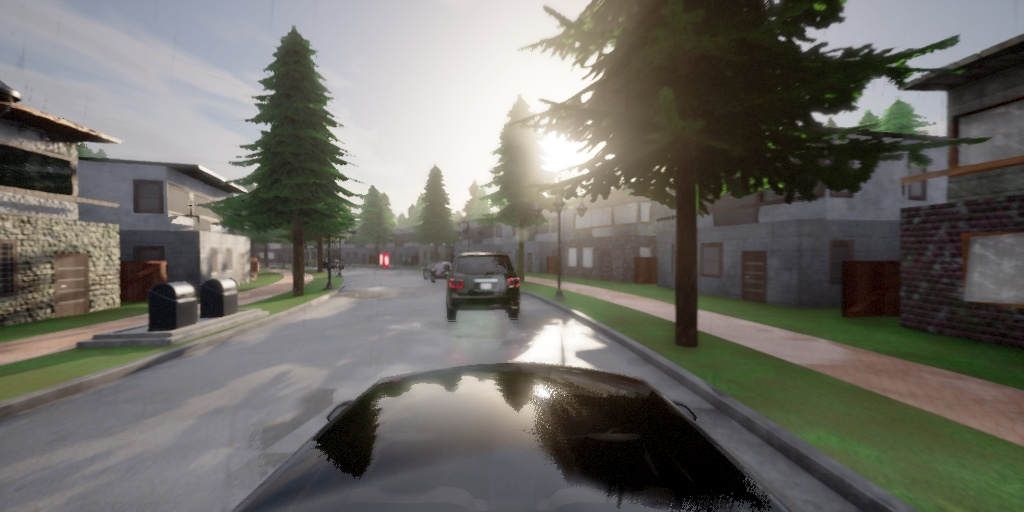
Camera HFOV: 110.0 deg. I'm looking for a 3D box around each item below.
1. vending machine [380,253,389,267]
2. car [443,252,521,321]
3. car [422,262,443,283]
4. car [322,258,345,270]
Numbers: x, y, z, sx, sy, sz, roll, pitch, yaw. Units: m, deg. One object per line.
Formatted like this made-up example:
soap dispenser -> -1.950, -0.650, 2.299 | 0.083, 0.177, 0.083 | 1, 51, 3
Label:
vending machine -> -18.049, 0.588, 50.841 | 0.880, 2.100, 1.100 | 0, 0, 42
car -> -1.129, 0.883, 12.282 | 2.150, 2.045, 5.566 | 0, 0, -10
car -> -5.183, 1.107, 25.806 | 2.033, 1.411, 5.357 | 0, 1, -23
car -> -22.305, 0.962, 44.254 | 4.902, 1.511, 2.128 | 0, 1, 42
